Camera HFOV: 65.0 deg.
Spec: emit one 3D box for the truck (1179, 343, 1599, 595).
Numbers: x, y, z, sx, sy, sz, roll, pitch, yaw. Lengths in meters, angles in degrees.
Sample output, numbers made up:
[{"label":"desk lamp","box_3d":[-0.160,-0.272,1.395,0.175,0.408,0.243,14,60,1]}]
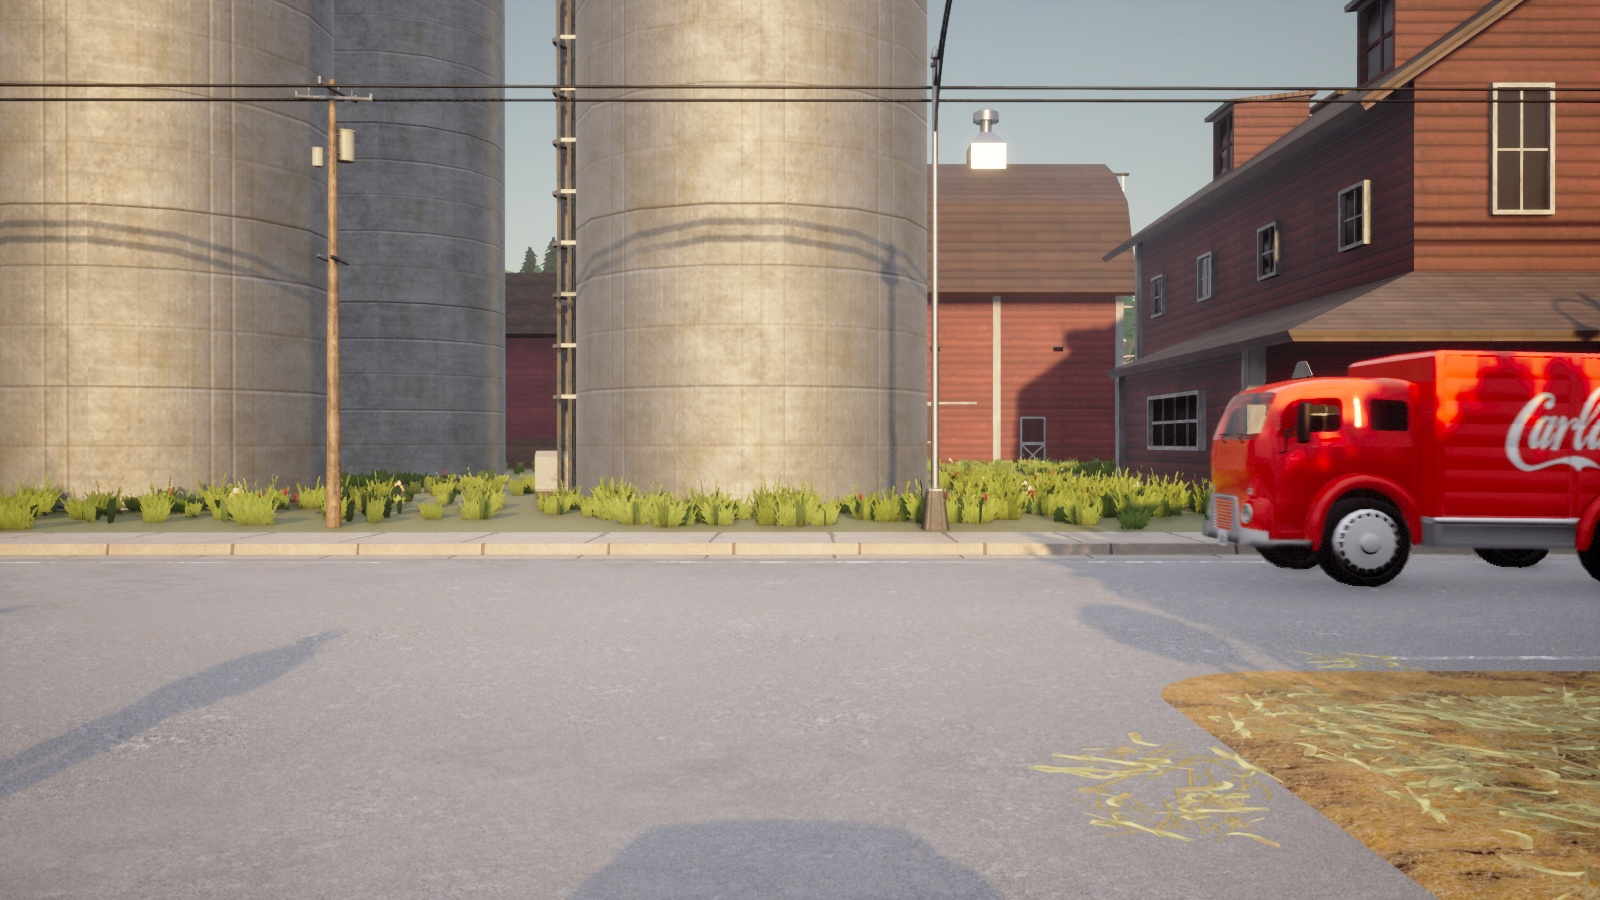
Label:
[{"label":"truck","box_3d":[7.227,0.200,13.930,5.204,2.467,2.627,1,0,0]}]
